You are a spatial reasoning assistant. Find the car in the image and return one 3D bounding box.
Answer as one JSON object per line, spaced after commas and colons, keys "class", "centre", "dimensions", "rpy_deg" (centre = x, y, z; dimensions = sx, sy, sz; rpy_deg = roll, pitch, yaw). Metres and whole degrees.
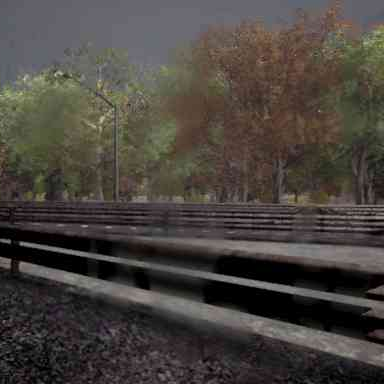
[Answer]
{"class": "car", "centre": [6.641, 1.595, 19.507], "dimensions": [4.892, 1.490, 1.837], "rpy_deg": [0, 0, 18]}
